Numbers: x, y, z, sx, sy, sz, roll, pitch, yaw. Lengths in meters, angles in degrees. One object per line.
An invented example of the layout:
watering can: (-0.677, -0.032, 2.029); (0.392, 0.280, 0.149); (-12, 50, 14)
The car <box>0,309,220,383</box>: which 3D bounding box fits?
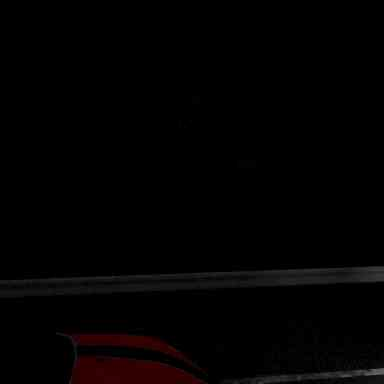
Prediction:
car: (-1.835, 1.352, 1.684); (4.553, 1.767, 2.097); (0, 0, -7)
